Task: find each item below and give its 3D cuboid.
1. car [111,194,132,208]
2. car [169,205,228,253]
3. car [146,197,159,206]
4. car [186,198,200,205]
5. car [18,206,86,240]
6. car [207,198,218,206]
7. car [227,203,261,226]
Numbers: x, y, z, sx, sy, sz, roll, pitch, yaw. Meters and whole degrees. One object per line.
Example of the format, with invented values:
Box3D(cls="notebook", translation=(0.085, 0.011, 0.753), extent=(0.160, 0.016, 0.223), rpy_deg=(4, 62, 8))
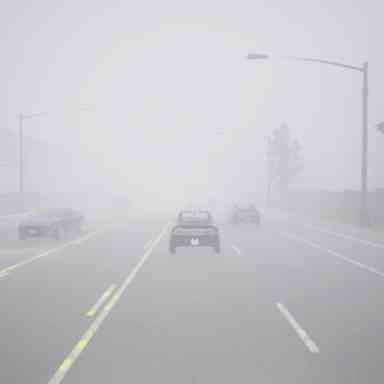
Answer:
Box3D(cls="car", translation=(-10.549, 1.314, 50.150), extent=(2.150, 2.045, 5.566), rpy_deg=(0, 0, 1))
Box3D(cls="car", translation=(0.099, 1.523, 13.868), extent=(2.128, 1.511, 4.902), rpy_deg=(0, 0, 0))
Box3D(cls="car", translation=(-7.013, 1.622, 59.076), extent=(1.882, 1.535, 5.008), rpy_deg=(0, 0, 0))
Box3D(cls="car", translation=(0.099, 1.630, 46.459), extent=(1.812, 1.442, 4.674), rpy_deg=(0, 0, 0))
Box3D(cls="car", translation=(-7.094, 1.509, 17.294), extent=(1.882, 1.535, 5.008), rpy_deg=(0, 0, 0))
Box3D(cls="car", translation=(3.599, 1.683, 58.956), extent=(2.033, 1.411, 5.357), rpy_deg=(0, 0, 0))
Box3D(cls="car", translation=(3.599, 1.549, 23.722), extent=(2.128, 1.511, 4.902), rpy_deg=(0, 0, 0))
